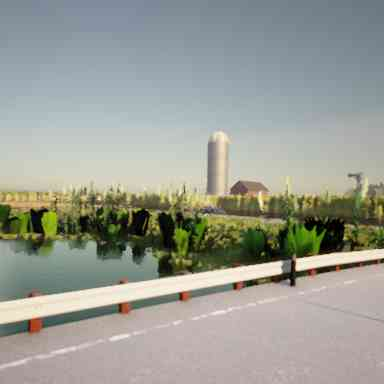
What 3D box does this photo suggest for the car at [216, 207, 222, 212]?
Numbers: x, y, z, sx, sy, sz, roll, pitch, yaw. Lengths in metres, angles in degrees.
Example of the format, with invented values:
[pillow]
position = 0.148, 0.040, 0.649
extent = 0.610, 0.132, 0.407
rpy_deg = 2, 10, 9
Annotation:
[car]
position = 3.310, 2.894, 53.677
extent = 1.837, 1.490, 4.892
rpy_deg = 3, -1, -43
